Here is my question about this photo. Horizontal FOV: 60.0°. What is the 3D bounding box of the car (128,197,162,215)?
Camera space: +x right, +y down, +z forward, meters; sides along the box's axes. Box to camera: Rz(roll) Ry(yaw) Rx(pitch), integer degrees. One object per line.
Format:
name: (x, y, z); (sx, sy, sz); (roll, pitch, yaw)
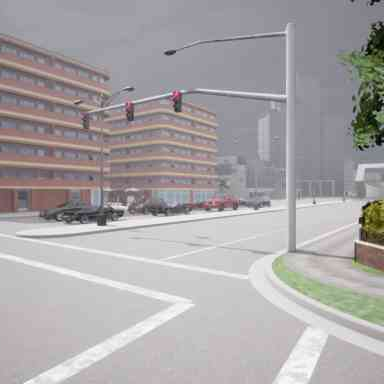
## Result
car: (-4.562, 1.352, 34.649); (2.097, 1.767, 4.553); (0, 0, 35)

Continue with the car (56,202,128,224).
car: (-7.364, 1.601, 24.903); (1.895, 1.301, 4.718); (0, 0, 33)

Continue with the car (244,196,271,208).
car: (9.680, 1.352, 48.206); (2.097, 1.767, 4.553); (0, 0, 36)

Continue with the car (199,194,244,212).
car: (3.625, 1.221, 39.942); (2.150, 2.045, 5.566); (0, 0, 36)

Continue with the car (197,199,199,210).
car: (0.693, 1.601, 41.864); (1.895, 1.301, 4.718); (0, 0, 36)

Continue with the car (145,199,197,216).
car: (-1.952, 1.599, 32.299); (1.895, 1.301, 4.718); (0, 0, 36)

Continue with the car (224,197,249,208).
car: (6.746, 1.526, 50.123); (1.812, 1.442, 4.674); (0, 0, 36)

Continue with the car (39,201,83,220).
car: (-9.967, 1.505, 27.238); (1.837, 1.490, 4.892); (0, 0, 36)
